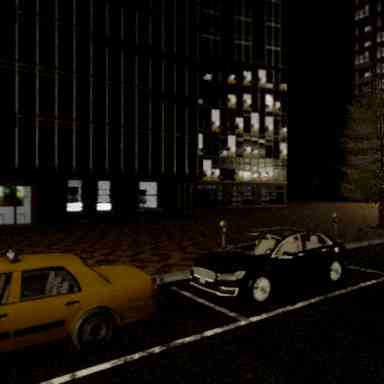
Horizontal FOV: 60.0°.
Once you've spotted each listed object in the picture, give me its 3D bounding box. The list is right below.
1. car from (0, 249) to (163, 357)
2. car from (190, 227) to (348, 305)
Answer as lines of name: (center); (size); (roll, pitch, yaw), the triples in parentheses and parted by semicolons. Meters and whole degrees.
car: (-2.759, 1.526, 4.591); (4.829, 1.417, 1.752); (0, 0, -36)
car: (1.993, 1.552, 7.981); (4.403, 1.369, 2.008); (0, 0, -36)
